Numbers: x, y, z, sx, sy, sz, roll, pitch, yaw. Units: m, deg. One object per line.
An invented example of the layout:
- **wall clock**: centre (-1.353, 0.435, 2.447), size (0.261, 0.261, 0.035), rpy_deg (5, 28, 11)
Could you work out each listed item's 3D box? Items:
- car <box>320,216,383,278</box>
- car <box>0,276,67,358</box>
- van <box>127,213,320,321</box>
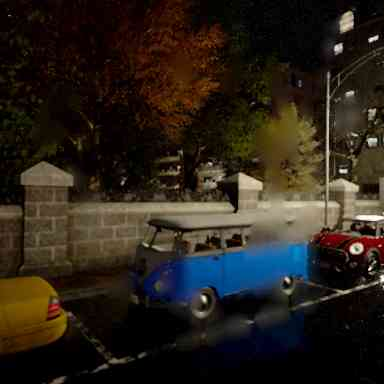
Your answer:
- **car**: centre (5.277, 1.499, 10.309), size (4.097, 1.590, 1.967), rpy_deg (0, 0, -35)
- **car**: centre (-4.004, 1.519, 3.693), size (4.829, 1.417, 1.752), rpy_deg (0, 0, -35)
- **van**: centre (0.707, 1.368, 7.049), size (3.998, 1.788, 1.690), rpy_deg (0, 0, -35)
